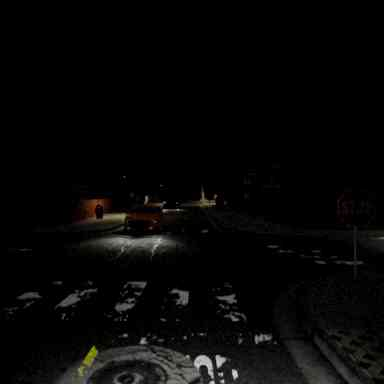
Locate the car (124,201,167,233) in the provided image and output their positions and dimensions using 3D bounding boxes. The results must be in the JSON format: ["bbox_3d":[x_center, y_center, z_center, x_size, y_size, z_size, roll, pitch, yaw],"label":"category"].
[{"bbox_3d":[-2.771,1.511,19.913,1.882,1.535,5.008,0,0,0],"label":"car"}]

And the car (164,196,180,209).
[{"bbox_3d":[-2.799,1.410,46.168,2.097,1.767,4.553,0,0,0],"label":"car"}]
